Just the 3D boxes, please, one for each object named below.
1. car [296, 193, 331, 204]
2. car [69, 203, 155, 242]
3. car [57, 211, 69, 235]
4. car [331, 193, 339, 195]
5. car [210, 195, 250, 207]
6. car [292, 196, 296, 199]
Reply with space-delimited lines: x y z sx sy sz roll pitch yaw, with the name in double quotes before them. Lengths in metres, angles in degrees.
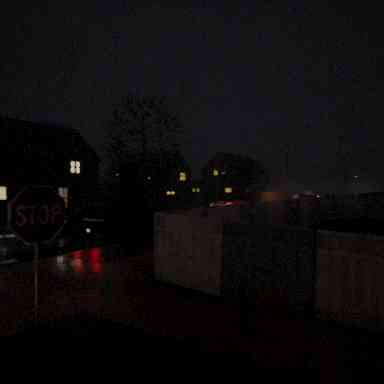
"car" 14.781 1.050 40.322 2.033 1.411 5.357 0 1 36
"car" -2.845 1.333 15.584 2.128 1.511 4.902 0 1 35
"car" -5.220 1.348 17.196 1.837 1.490 4.892 0 1 36
"car" 20.432 0.871 48.360 1.882 1.535 5.008 0 1 35
"car" 3.423 1.033 29.326 2.097 1.767 4.553 0 0 35
"car" 15.224 0.999 45.778 2.033 1.411 5.357 0 1 35
